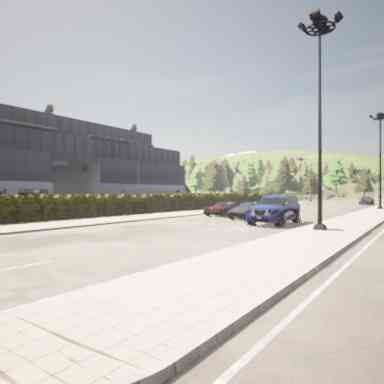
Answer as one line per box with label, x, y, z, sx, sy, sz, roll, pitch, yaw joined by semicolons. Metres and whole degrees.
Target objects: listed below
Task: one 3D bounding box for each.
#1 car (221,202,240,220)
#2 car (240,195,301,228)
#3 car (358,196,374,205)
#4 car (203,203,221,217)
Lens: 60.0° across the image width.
car;4.803;1.563;27.488;2.033;1.411;5.357;0;0;35
car;5.692;1.234;22.652;2.150;2.045;5.566;0;0;35
car;30.551;1.454;58.240;2.097;1.767;4.553;0;0;35
car;2.956;1.619;30.949;1.895;1.301;4.718;0;0;35
